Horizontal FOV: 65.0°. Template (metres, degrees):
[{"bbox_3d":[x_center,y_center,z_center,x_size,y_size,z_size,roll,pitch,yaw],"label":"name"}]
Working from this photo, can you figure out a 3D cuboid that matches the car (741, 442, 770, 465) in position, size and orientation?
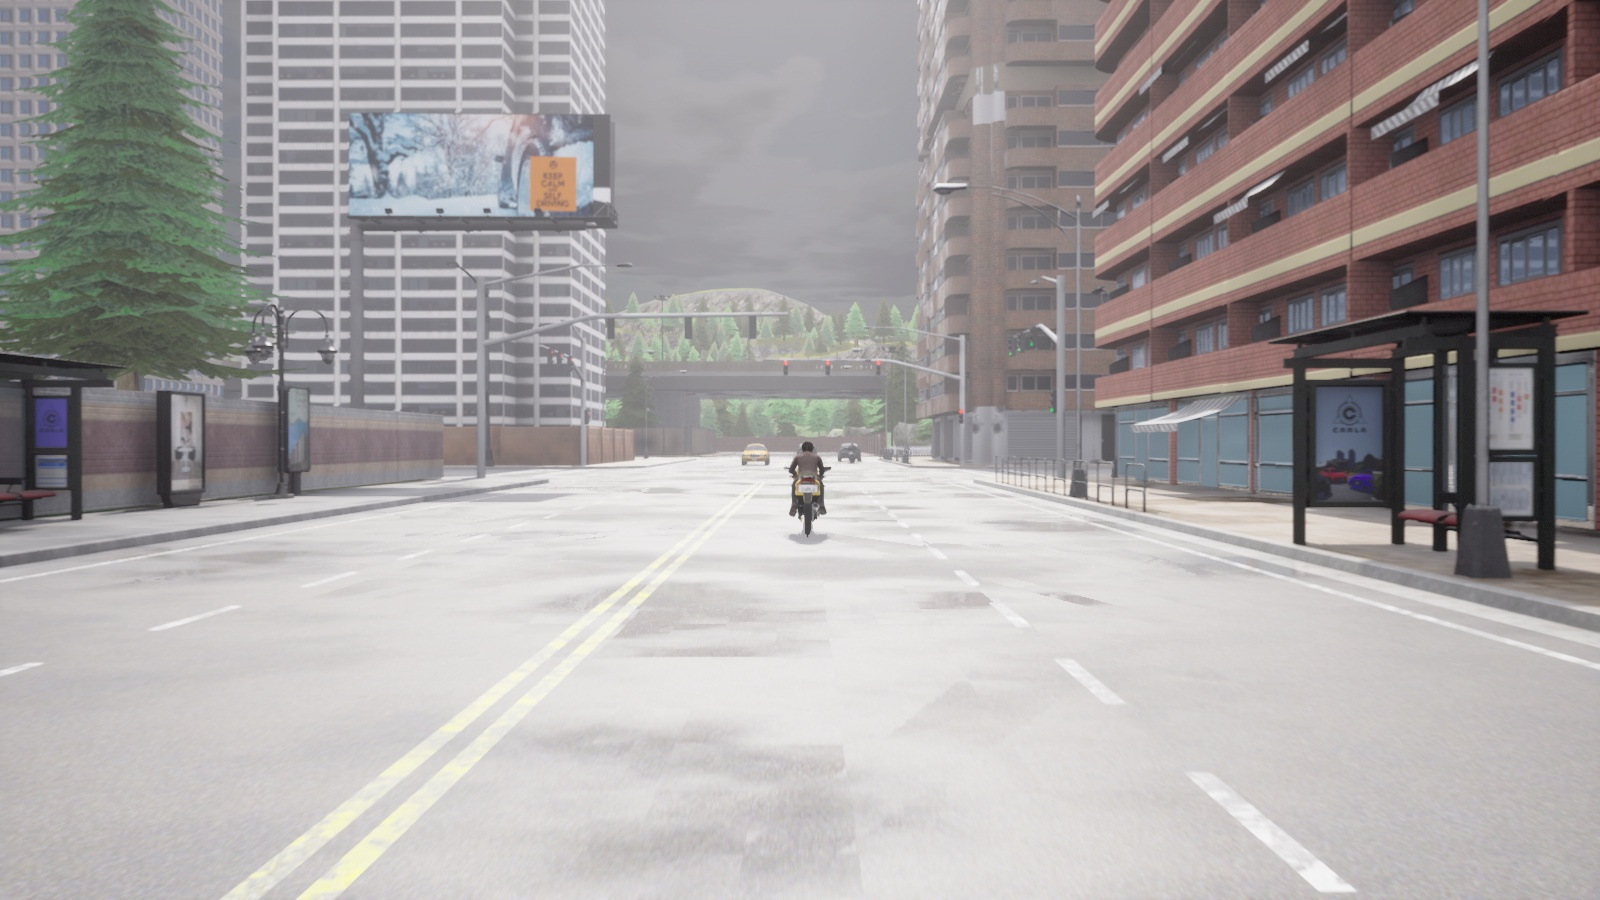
[{"bbox_3d":[-3.021,0.212,86.011,1.801,1.575,5.366,0,0,0],"label":"car"}]

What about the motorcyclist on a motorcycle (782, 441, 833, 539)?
[{"bbox_3d":[0.126,0.616,20.544,0.797,1.523,2.044,0,0,0],"label":"motorcyclist on a motorcycle"}]
